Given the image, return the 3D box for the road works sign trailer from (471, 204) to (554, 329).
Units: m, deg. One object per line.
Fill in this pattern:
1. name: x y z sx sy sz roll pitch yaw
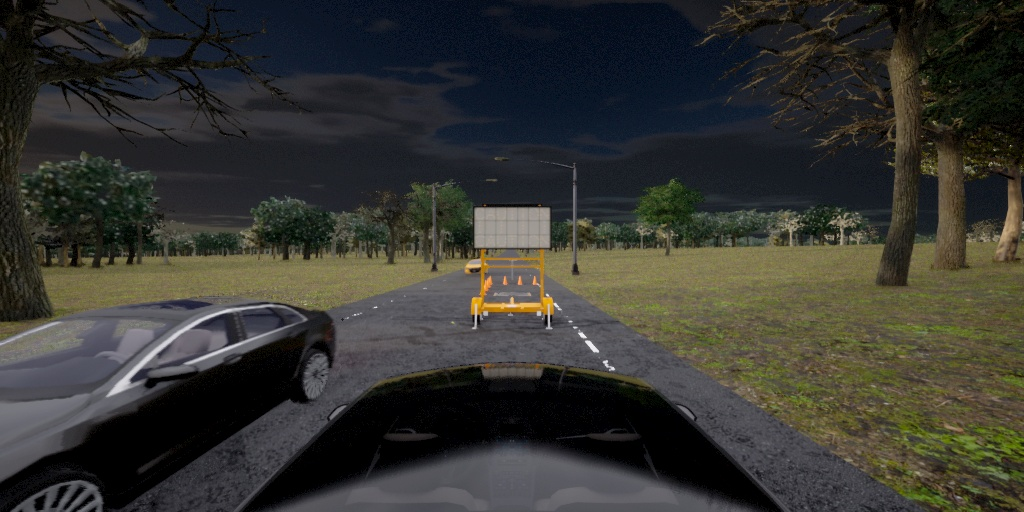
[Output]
1. road works sign trailer: 0.011 0.197 11.139 2.380 3.560 2.880 0 0 0

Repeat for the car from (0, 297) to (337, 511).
1. car: -3.598 1.240 3.543 2.128 1.511 4.902 0 0 0

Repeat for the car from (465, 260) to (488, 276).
1. car: -3.459 1.094 35.411 1.882 1.535 5.008 0 0 0
